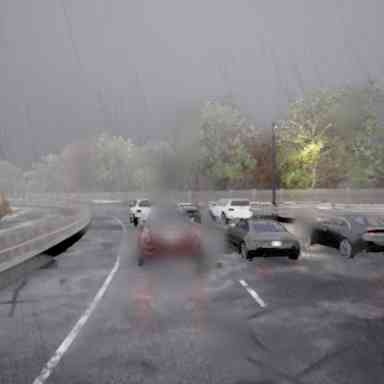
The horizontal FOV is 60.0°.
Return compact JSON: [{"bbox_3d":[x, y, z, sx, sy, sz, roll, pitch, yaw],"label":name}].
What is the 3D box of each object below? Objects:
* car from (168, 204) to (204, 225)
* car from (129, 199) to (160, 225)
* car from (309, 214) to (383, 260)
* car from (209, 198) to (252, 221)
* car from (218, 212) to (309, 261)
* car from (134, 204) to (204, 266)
[{"bbox_3d":[-0.598,1.828,28.250,1.837,1.490,4.892,0,0,-16],"label":"car"},{"bbox_3d":[-3.661,1.537,26.299,2.150,2.045,5.566,0,0,-15],"label":"car"},{"bbox_3d":[6.062,1.615,13.098,2.128,1.511,4.902,0,-1,-7],"label":"car"},{"bbox_3d":[3.149,1.526,27.918,2.150,2.045,5.566,0,0,-15],"label":"car"},{"bbox_3d":[2.534,1.702,13.008,1.994,1.385,4.181,0,-1,-8],"label":"car"},{"bbox_3d":[-0.913,1.497,12.406,2.097,1.767,4.553,0,-1,-7],"label":"car"}]
